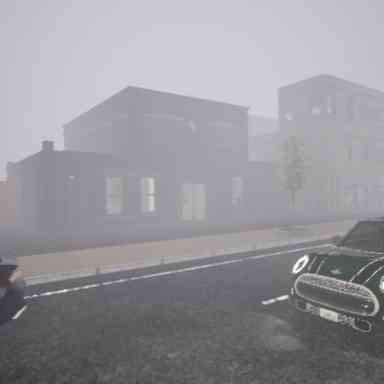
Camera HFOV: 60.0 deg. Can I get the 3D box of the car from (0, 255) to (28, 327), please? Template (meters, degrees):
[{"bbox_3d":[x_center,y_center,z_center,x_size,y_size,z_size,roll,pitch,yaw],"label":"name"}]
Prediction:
[{"bbox_3d":[-4.816,1.507,4.222,4.902,1.511,2.128,-1,0,-35],"label":"car"}]

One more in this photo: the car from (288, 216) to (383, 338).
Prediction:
[{"bbox_3d":[3.955,1.289,6.445,4.553,1.767,2.097,-1,0,-35],"label":"car"}]
